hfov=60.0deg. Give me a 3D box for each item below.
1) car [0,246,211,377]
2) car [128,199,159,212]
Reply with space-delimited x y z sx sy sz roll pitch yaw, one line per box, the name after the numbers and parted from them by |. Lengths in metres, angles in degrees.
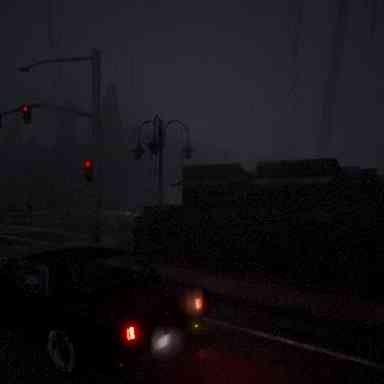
-2.108 1.590 5.564 4.718 1.301 1.895 0 0 38 | car
-5.149 1.505 37.297 1.994 1.385 4.181 0 0 37 | car
